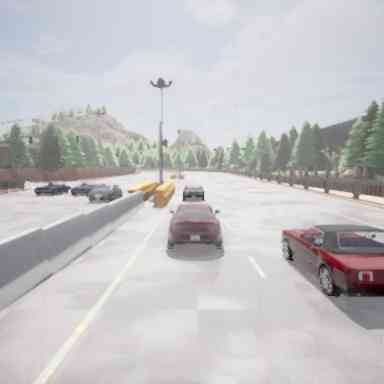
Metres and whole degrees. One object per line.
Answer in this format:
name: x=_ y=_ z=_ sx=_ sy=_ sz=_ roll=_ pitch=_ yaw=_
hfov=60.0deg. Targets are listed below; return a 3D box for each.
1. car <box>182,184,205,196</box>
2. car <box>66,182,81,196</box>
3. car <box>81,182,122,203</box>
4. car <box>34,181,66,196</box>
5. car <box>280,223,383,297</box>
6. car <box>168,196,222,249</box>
car: x=0.146 y=-0.044 z=29.322 sx=1.895 sy=1.301 sz=4.718 roll=0 pitch=4 yaw=0
car: x=-10.471 y=-0.343 z=33.198 sx=1.895 sy=1.301 sz=4.718 roll=0 pitch=4 yaw=1
car: x=-7.043 y=-0.004 z=27.378 sx=2.128 sy=1.511 sz=4.902 roll=0 pitch=4 yaw=1
car: x=-13.967 y=-0.364 z=33.469 sx=1.895 sy=1.301 sz=4.718 roll=0 pitch=4 yaw=1
car: x=3.600 y=1.408 z=8.031 sx=1.895 sy=1.301 sz=4.718 roll=0 pitch=2 yaw=0
car: x=0.101 y=1.119 z=12.522 sx=1.812 sy=1.442 sz=4.674 roll=0 pitch=3 yaw=0
